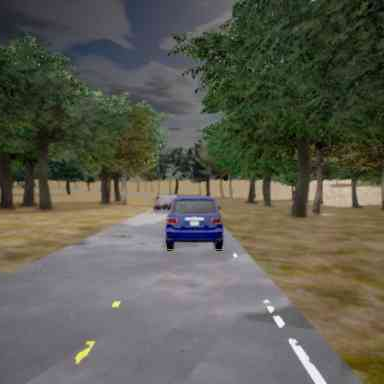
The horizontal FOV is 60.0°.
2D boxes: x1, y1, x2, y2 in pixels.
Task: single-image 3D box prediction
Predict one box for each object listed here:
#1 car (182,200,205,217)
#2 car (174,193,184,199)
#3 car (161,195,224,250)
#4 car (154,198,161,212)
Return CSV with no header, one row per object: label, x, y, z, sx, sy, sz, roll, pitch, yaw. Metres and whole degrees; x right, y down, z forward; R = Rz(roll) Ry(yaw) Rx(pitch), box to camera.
car,0.096,1.476,30.883,1.994,1.385,4.181,0,0,0
car,-2.995,0.936,77.890,2.033,1.411,5.357,0,0,0
car,0.091,1.171,14.151,2.150,2.045,5.566,0,0,0
car,-3.092,1.376,36.655,1.882,1.535,5.008,0,0,0
